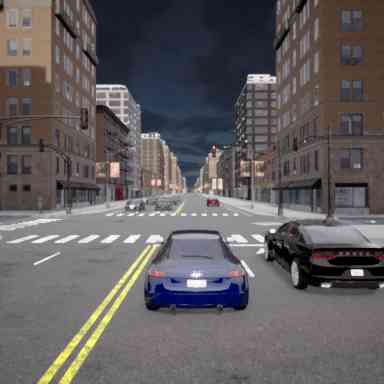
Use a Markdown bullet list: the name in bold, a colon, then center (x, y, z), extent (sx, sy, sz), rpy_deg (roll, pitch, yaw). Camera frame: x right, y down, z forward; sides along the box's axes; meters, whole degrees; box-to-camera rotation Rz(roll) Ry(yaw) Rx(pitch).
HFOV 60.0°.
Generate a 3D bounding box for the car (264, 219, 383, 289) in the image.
- **car**: center (3.327, 1.477, 9.179), extent (1.882, 1.535, 5.008), rpy_deg (0, 0, 0)

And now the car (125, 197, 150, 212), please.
- **car**: center (-6.644, 1.485, 39.223), extent (2.128, 1.511, 4.902), rpy_deg (0, 0, 0)

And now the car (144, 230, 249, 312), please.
- **car**: center (0.079, 1.563, 7.800), extent (1.994, 1.385, 4.181), rpy_deg (0, 0, 0)

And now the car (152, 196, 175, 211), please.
- **car**: center (-3.396, 1.498, 40.476), extent (1.837, 1.490, 4.892), rpy_deg (0, 0, 0)

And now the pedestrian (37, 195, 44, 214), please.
- **pedestrian**: center (-14.180, 1.166, 31.106), extent (0.375, 1.860, 0.375), rpy_deg (0, 0, 0)

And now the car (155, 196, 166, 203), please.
- **car**: center (-6.587, 1.561, 70.668), extent (1.895, 1.301, 4.718), rpy_deg (0, 0, 0)

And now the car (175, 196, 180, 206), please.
- **car**: center (-3.400, 1.493, 54.474), extent (1.837, 1.490, 4.892), rpy_deg (0, 0, 0)

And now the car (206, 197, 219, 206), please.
- **car**: center (3.285, 1.466, 53.694), extent (1.882, 1.535, 5.008), rpy_deg (0, 0, 0)

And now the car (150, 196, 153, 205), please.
- **car**: center (-6.651, 1.492, 55.037), extent (1.837, 1.490, 4.892), rpy_deg (0, 0, 0)
